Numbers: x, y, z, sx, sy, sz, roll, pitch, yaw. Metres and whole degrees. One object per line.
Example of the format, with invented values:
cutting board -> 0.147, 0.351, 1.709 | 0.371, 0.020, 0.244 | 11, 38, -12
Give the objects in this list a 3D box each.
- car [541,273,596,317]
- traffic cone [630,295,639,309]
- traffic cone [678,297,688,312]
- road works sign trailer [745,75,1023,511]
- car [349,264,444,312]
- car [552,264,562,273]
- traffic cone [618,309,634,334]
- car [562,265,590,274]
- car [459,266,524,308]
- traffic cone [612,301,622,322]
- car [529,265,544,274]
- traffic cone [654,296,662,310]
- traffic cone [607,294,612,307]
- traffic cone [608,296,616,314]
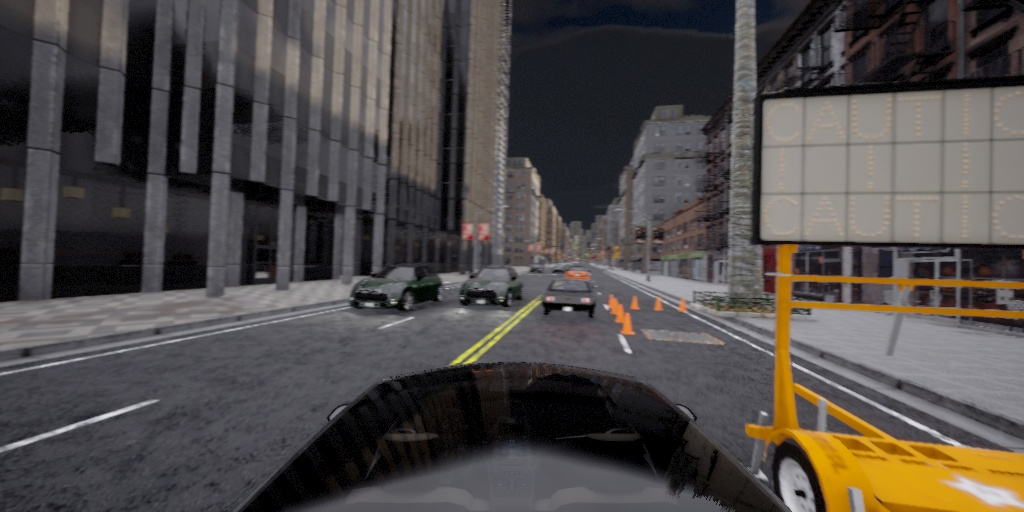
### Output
car -> 2.371, 1.579, 14.571 | 1.895, 1.301, 4.718 | 2, -1, 11
traffic cone -> 5.455, 2.042, 15.958 | 0.340, 0.580, 0.340 | 0, 0, 11
traffic cone -> 7.415, 2.094, 15.565 | 0.340, 0.580, 0.340 | 0, 0, 11
road works sign trailer -> 3.280, 0.329, 3.138 | 2.380, 3.560, 2.880 | 0, 0, 11
car -> -4.455, 1.129, 14.552 | 2.097, 1.767, 4.553 | 2, -1, 11
car -> 7.608, 2.136, 58.081 | 1.837, 1.490, 4.892 | 2, 0, 12
traffic cone -> 3.299, 1.908, 10.272 | 0.340, 0.580, 0.340 | 0, 0, 11
car -> 5.967, 1.649, 32.511 | 2.097, 1.767, 4.553 | 2, -1, 11
car -> -0.786, 1.259, 16.329 | 2.097, 1.767, 4.553 | 2, -1, 11
traffic cone -> 3.691, 1.944, 12.233 | 0.340, 0.580, 0.340 | 0, 0, 11
car -> 3.932, 2.053, 56.322 | 2.033, 1.411, 5.357 | 2, -1, 12
traffic cone -> 6.435, 2.068, 15.762 | 0.340, 0.580, 0.340 | 0, 0, 11
traffic cone -> 4.475, 2.015, 16.155 | 0.340, 0.580, 0.340 | 0, 0, 11
traffic cone -> 4.083, 1.980, 14.194 | 0.340, 0.580, 0.340 | 0, 0, 11
